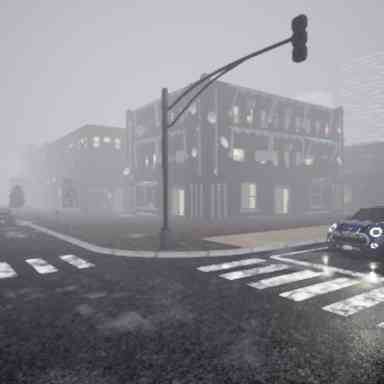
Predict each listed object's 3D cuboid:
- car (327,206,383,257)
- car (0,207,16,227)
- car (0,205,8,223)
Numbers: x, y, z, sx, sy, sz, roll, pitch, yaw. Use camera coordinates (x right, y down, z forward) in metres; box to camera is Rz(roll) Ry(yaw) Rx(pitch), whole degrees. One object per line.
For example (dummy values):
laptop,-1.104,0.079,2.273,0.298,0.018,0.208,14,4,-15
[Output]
car,7.275,1.344,12.894,4.553,1.767,2.097,0,0,-35
car,-14.042,1.812,24.300,2.008,1.369,4.403,-2,0,-35
car,-17.250,1.906,28.811,1.802,1.307,4.206,-2,0,-35
